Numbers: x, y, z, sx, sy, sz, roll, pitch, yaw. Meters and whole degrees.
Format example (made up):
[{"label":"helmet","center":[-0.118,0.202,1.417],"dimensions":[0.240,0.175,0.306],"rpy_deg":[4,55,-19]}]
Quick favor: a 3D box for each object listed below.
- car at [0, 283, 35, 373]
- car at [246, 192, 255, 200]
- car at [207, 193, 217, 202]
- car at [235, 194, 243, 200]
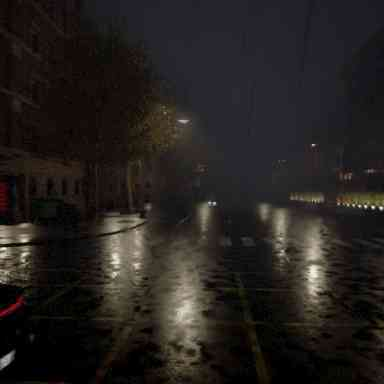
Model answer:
[{"label":"car","center":[-4.296,1.494,3.554],"dimensions":[4.902,1.511,2.128],"rpy_deg":[0,0,4]},{"label":"car","center":[16.170,1.337,90.806],"dimensions":[2.033,1.411,5.357],"rpy_deg":[0,0,4]},{"label":"car","center":[4.435,1.501,73.442],"dimensions":[2.128,1.511,4.902],"rpy_deg":[0,0,4]},{"label":"car","center":[12.678,1.324,91.045],"dimensions":[1.812,1.442,4.674],"rpy_deg":[0,0,4]}]
